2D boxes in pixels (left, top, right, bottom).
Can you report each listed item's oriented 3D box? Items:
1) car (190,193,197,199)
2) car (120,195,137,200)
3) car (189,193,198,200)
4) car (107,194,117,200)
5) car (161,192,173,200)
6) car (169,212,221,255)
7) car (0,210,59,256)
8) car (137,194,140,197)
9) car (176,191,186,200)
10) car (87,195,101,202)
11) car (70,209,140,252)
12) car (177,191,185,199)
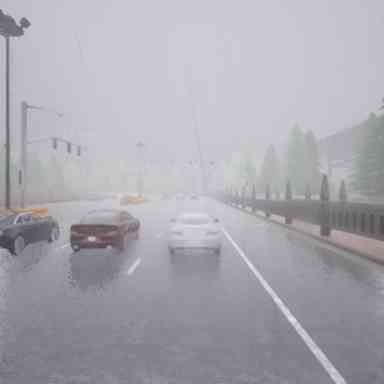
[{"bbox_3d":[0.472,1.045,95.570,1.882,1.535,5.008,0,0,0],"label":"car"},{"bbox_3d":[-13.661,1.347,70.019,2.033,1.411,5.357,0,0,0],"label":"car"},{"bbox_3d":[0.420,1.280,85.568,1.812,1.442,4.674,0,0,0],"label":"car"},{"bbox_3d":[-20.579,1.283,85.893,2.128,1.511,4.902,0,0,0],"label":"car"},{"bbox_3d":[-6.582,0.981,85.217,2.150,2.045,5.566,0,0,0],"label":"car"},{"bbox_3d":[0.106,1.493,13.095,1.812,1.442,4.674,0,0,0],"label":"car"},{"bbox_3d":[-6.895,1.458,12.997,2.128,1.511,4.902,0,0,1],"label":"car"},{"bbox_3d":[-13.579,1.311,85.741,1.994,1.385,4.181,0,0,0],"label":"car"},{"bbox_3d":[-3.082,1.234,85.169,1.882,1.535,5.008,0,0,0],"label":"car"},{"bbox_3d":[-20.660,1.358,70.311,1.994,1.385,4.181,0,0,0],"label":"car"},{"bbox_3d":[-3.387,1.442,13.784,1.882,1.535,5.008,0,0,1],"label":"car"},{"bbox_3d":[-3.028,0.792,95.618,2.150,2.045,5.566,0,0,0],"label":"car"}]
